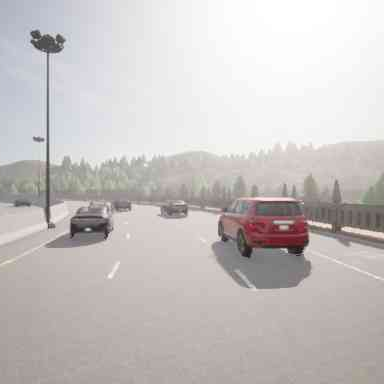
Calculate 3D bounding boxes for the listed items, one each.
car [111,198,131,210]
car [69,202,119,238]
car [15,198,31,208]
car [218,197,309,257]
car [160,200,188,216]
[{"bbox_3d":[-8.826,1.490,41.150,2.128,1.511,4.902,0,0,-23],"label":"car"},{"bbox_3d":[-5.214,1.491,17.621,2.128,1.511,4.902,0,0,-10],"label":"car"},{"bbox_3d":[-25.044,1.599,49.230,1.895,1.301,4.718,0,0,-32],"label":"car"},{"bbox_3d":[2.578,1.220,13.238,2.150,2.045,5.566,0,0,-7],"label":"car"},{"bbox_3d":[-1.797,1.489,32.550,2.128,1.511,4.902,0,0,-17],"label":"car"}]
